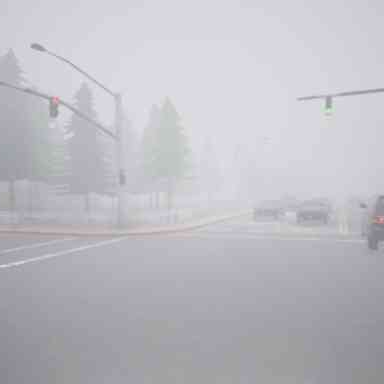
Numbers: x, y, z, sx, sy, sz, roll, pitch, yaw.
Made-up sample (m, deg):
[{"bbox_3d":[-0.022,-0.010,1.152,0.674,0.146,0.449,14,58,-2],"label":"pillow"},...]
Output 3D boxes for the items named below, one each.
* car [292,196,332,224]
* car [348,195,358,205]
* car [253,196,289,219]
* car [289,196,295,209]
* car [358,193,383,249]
[{"bbox_3d":[8.429,1.253,23.091,1.882,1.535,5.008,-1,0,24],"label":"car"},{"bbox_3d":[22.048,1.019,44.553,1.994,1.385,4.181,-1,0,24],"label":"car"},{"bbox_3d":[6.303,1.284,26.884,1.882,1.535,5.008,-1,0,24],"label":"car"},{"bbox_3d":[10.509,1.192,36.252,2.128,1.511,4.902,-1,0,24],"label":"car"},{"bbox_3d":[8.019,1.031,13.153,2.150,2.045,5.566,-1,0,24],"label":"car"}]
